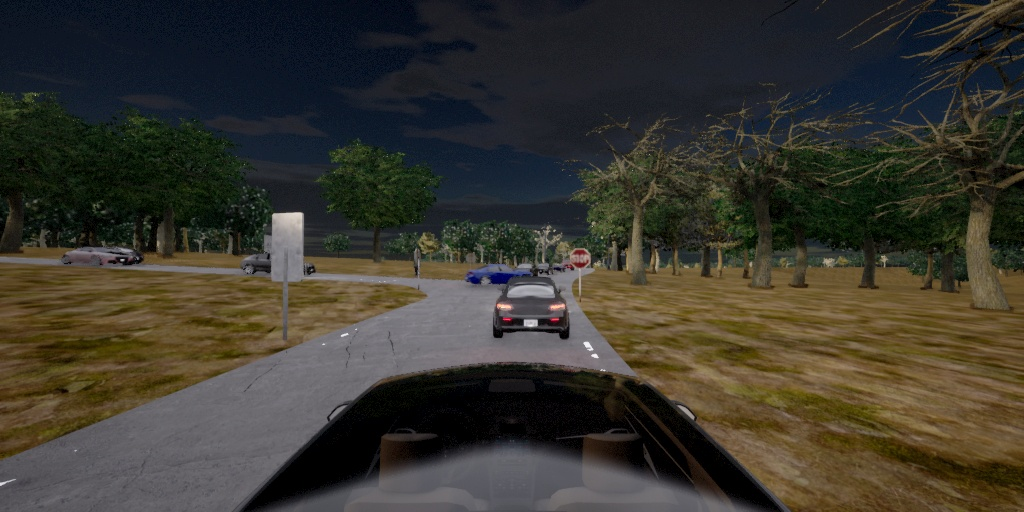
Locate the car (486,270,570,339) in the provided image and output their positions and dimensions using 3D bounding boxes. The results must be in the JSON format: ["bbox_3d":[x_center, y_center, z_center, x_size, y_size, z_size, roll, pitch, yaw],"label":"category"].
[{"bbox_3d":[0.538,1.281,10.018,1.812,1.442,4.674,0,0,3],"label":"car"}]

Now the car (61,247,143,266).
[{"bbox_3d":[-30.497,0.033,26.518,4.181,1.385,1.994,3,-1,7],"label":"car"}]

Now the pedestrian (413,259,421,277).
[{"bbox_3d":[-8.022,0.850,30.159,0.375,1.860,0.375,0,-4,7],"label":"pedestrian"}]

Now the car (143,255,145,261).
[{"bbox_3d":[-33.475,-0.070,30.092,4.674,1.442,1.812,3,-1,7],"label":"car"}]

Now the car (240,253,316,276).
[{"bbox_3d":[-16.067,0.599,24.744,4.892,1.490,1.837,3,-1,7],"label":"car"}]

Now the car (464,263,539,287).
[{"bbox_3d":[-0.885,1.341,25.497,5.008,1.535,1.882,0,1,-24],"label":"car"}]

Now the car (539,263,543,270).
[{"bbox_3d":[1.454,1.456,36.268,1.882,1.535,5.008,0,-1,16],"label":"car"}]

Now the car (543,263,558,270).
[{"bbox_3d":[4.183,1.639,45.925,1.837,1.490,4.892,0,-1,17],"label":"car"}]

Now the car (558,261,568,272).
[{"bbox_3d":[7.090,1.895,55.569,1.895,1.301,4.718,0,-1,16],"label":"car"}]
